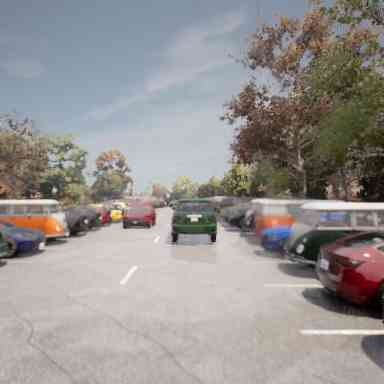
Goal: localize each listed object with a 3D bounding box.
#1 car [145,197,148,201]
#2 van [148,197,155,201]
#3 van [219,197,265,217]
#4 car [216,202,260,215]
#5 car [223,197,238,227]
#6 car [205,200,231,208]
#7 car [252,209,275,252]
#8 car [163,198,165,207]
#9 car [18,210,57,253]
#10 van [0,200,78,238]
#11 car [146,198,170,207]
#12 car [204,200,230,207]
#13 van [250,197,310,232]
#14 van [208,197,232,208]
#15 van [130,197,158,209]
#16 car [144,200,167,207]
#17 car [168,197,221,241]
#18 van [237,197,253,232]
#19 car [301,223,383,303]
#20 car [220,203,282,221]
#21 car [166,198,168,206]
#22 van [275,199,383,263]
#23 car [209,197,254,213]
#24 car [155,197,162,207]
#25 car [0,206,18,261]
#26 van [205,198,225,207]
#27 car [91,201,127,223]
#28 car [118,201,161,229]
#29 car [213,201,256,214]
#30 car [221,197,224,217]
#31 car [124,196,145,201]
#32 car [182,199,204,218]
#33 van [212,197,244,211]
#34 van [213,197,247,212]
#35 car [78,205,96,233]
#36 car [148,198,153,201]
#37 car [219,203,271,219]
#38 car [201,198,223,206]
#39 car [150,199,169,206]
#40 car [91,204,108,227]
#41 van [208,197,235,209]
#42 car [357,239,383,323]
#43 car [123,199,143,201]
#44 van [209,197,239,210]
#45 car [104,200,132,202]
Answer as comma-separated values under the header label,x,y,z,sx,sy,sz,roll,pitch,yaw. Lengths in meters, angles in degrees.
label,x,y,z,sx,sy,sz,roll,pitch,yaw
car,-8.061,1.709,40.235,4.553,1.767,2.185,0,-1,0
van,-8.144,1.692,48.564,4.442,1.987,1.878,0,-1,0
van,5.165,1.553,34.691,4.442,1.987,1.878,0,-1,0
car,5.047,1.846,37.333,4.674,1.452,2.002,0,-1,0
car,5.017,1.388,20.715,5.566,2.045,2.435,0,-1,0
car,5.050,2.289,65.010,4.892,1.521,2.231,0,-1,0
car,5.048,1.555,12.403,5.008,1.535,2.097,0,-1,0
car,-8.054,2.250,62.420,4.792,1.488,2.163,0,-1,0
car,-8.007,1.585,12.472,4.792,1.488,2.163,0,-1,0
van,-7.919,1.358,15.252,4.442,1.987,1.878,0,-1,0
car,-8.048,2.404,79.077,5.566,2.045,2.435,0,-1,0
car,5.052,2.360,67.780,5.008,1.535,2.097,0,-1,0
van,5.160,1.357,15.175,4.442,1.987,1.878,0,-1,0
van,5.173,1.990,62.247,4.442,1.987,1.878,0,-1,0
van,-8.142,1.850,56.875,4.442,1.987,1.878,0,-1,0
car,-8.019,2.550,73.519,4.674,1.452,2.002,0,-2,0
car,0.105,1.349,17.554,2.150,2.045,5.566,0,-1,0
van,4.928,1.385,17.946,4.442,1.987,1.878,0,-1,0
car,5.071,1.538,6.866,4.792,1.488,2.163,0,0,0
car,5.042,1.722,29.024,5.008,1.535,2.097,0,-1,0
car,-3.488,2.371,65.782,2.033,1.411,5.357,0,-1,0
van,4.934,1.304,9.620,4.442,1.987,1.878,0,0,0
car,5.023,1.611,43.001,5.566,2.045,2.435,0,-1,0
car,-7.999,1.695,51.340,5.566,2.045,2.435,0,-1,0
car,-8.006,1.405,9.701,4.553,1.767,2.185,0,0,0
van,5.176,2.352,76.094,4.442,1.987,1.878,0,-1,0
car,-8.219,1.692,26.354,5.366,1.575,1.946,0,-1,0
car,-3.584,1.663,23.428,1.882,1.535,5.008,0,-1,0
car,5.045,1.833,40.104,5.008,1.535,2.097,0,-1,0
car,5.018,1.415,23.485,5.566,2.045,2.435,0,-1,0
car,-8.062,1.681,37.459,4.553,1.767,2.185,0,-1,0
car,0.109,1.651,34.682,2.097,1.767,4.553,0,-1,0
van,5.169,1.691,48.417,4.442,1.987,1.878,0,-1,0
van,5.168,1.664,45.772,4.442,1.987,1.878,0,-1,0
car,-8.064,1.641,18.025,4.792,1.488,2.163,0,-1,0
car,-8.034,1.862,43.010,5.008,1.535,2.097,0,-1,0
car,5.051,1.791,31.918,4.674,1.452,2.002,0,-1,0
car,5.089,2.551,84.399,5.566,2.045,2.435,0,-2,0
car,-7.988,2.605,81.845,4.553,1.767,2.185,0,-1,0
car,-8.064,1.669,20.801,4.792,1.488,2.163,0,-1,0
van,4.937,1.846,56.710,4.442,1.987,1.878,0,-1,0
car,5.070,1.523,4.226,4.792,1.488,2.163,0,0,0
car,-8.217,1.776,34.682,5.366,1.575,1.946,0,-1,0
van,4.936,1.720,51.319,4.442,1.987,1.878,0,-1,0
car,-8.026,1.724,29.129,4.892,1.521,2.231,0,-1,0
